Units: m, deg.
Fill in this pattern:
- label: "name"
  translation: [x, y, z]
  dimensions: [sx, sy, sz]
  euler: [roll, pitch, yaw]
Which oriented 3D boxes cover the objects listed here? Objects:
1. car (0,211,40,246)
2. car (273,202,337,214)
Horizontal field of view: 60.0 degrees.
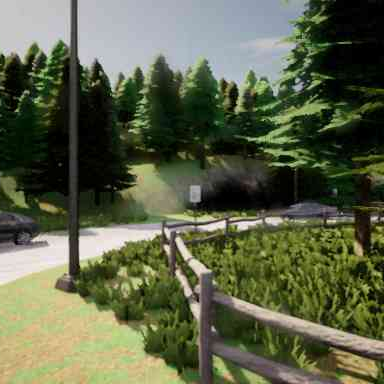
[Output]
- label: "car"
  translation: [-8.514, 1.526, 13.154]
  dimensions: [1.837, 1.490, 4.892]
  euler: [0, 0, 28]
- label: "car"
  translation: [9.483, 1.572, 27.828]
  dimensions: [5.357, 1.411, 2.033]
  euler: [0, 0, -11]
